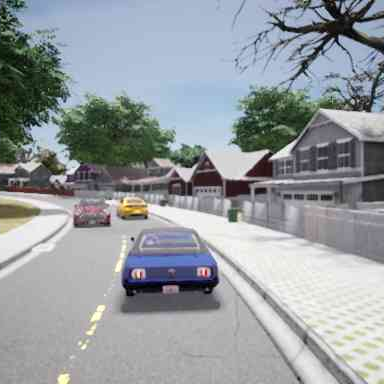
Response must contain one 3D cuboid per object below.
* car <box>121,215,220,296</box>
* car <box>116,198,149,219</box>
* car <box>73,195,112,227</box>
[{"bbox_3d":[-0.623,1.520,8.442,1.895,1.301,4.718,0,1,-6],"label":"car"},{"bbox_3d":[-4.659,1.168,25.618,1.882,1.535,5.008,0,1,-19],"label":"car"},{"bbox_3d":[-6.214,1.104,20.797,2.097,1.767,4.553,0,1,-17],"label":"car"}]
